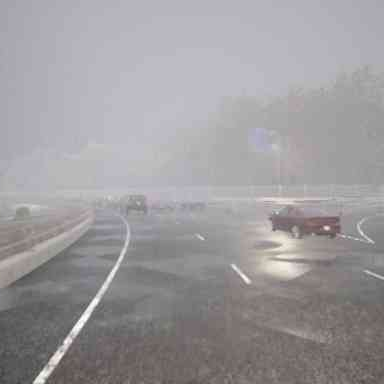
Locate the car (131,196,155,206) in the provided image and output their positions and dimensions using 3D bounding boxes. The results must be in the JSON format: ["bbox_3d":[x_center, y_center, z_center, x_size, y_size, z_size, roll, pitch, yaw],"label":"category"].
[{"bbox_3d":[-8.387,1.515,56.349,2.128,1.511,4.902,0,0,-33],"label":"car"}]

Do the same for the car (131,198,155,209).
[{"bbox_3d":[-6.808,1.583,45.749,1.994,1.385,4.181,0,0,-27],"label":"car"}]

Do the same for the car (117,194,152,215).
[{"bbox_3d":[-6.096,1.242,34.758,2.150,2.045,5.566,0,0,-20],"label":"car"}]

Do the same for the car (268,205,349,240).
[{"bbox_3d":[5.503,1.430,16.978,1.882,1.535,5.008,0,0,-9],"label":"car"}]

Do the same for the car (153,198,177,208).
[{"bbox_3d":[-3.912,1.562,47.795,1.994,1.385,4.181,0,0,-27],"label":"car"}]

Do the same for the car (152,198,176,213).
[{"bbox_3d":[-3.452,1.602,37.805,1.895,1.301,4.718,0,0,-20],"label":"car"}]

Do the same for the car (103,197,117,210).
[{"bbox_3d":[-9.811,1.532,43.878,2.128,1.511,4.902,0,0,-27],"label":"car"}]

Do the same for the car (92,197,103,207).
[{"bbox_3d":[-14.476,1.573,52.891,1.837,1.490,4.892,0,0,-33],"label":"car"}]

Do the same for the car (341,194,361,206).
[{"bbox_3d":[21.022,1.201,45.455,4.553,1.767,2.097,0,0,3],"label":"car"}]

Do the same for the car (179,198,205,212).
[{"bbox_3d":[-0.075,1.455,38.740,1.882,1.535,5.008,0,0,-20],"label":"car"}]

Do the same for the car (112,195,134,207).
[{"bbox_3d":[-11.403,1.397,54.573,2.097,1.767,4.553,0,0,-33],"label":"car"}]
